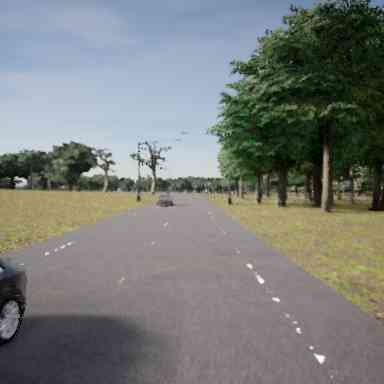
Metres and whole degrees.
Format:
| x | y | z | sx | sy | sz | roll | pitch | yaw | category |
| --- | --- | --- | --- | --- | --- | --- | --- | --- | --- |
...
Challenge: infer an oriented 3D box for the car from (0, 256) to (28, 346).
| x | y | z | sx | sy | sz | roll | pitch | yaw | category |
| --- | --- | --- | --- | --- | --- | --- | --- | --- | --- |
| -3.602 | 1.504 | 3.540 | 1.837 | 1.490 | 4.892 | 0 | 0 | 0 | car |

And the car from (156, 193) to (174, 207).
| x | y | z | sx | sy | sz | roll | pitch | yaw | category |
| --- | --- | --- | --- | --- | --- | --- | --- | --- | --- |
| -3.587 | 0.993 | 44.552 | 2.097 | 1.767 | 4.553 | 0 | 1 | 0 | car |
